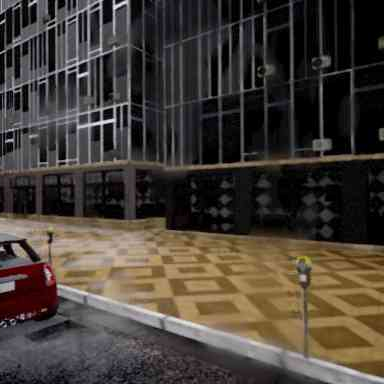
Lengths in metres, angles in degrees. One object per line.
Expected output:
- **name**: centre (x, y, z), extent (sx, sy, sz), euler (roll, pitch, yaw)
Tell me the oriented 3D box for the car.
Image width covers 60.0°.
- **car**: centre (-4.274, 1.394, 5.950), extent (4.097, 1.590, 1.967), euler (0, -1, 36)
